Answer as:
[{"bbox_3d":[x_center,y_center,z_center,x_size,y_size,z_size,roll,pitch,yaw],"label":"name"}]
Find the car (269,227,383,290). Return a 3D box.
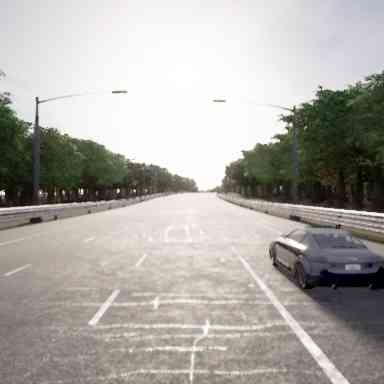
[{"bbox_3d":[3.544,1.655,9.355,1.994,1.385,4.181,0,-1,0],"label":"car"}]
